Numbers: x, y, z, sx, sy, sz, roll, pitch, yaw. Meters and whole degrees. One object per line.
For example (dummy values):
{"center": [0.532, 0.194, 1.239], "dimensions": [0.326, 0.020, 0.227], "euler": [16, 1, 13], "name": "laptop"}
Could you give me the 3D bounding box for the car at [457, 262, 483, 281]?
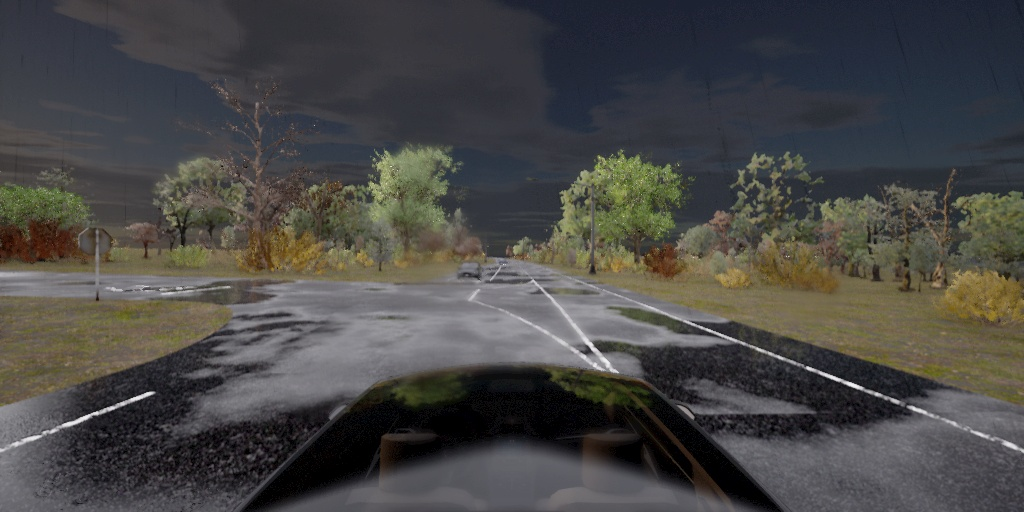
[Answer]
{"center": [-3.510, 1.257, 30.562], "dimensions": [1.837, 1.490, 4.892], "euler": [0, 0, 0], "name": "car"}
